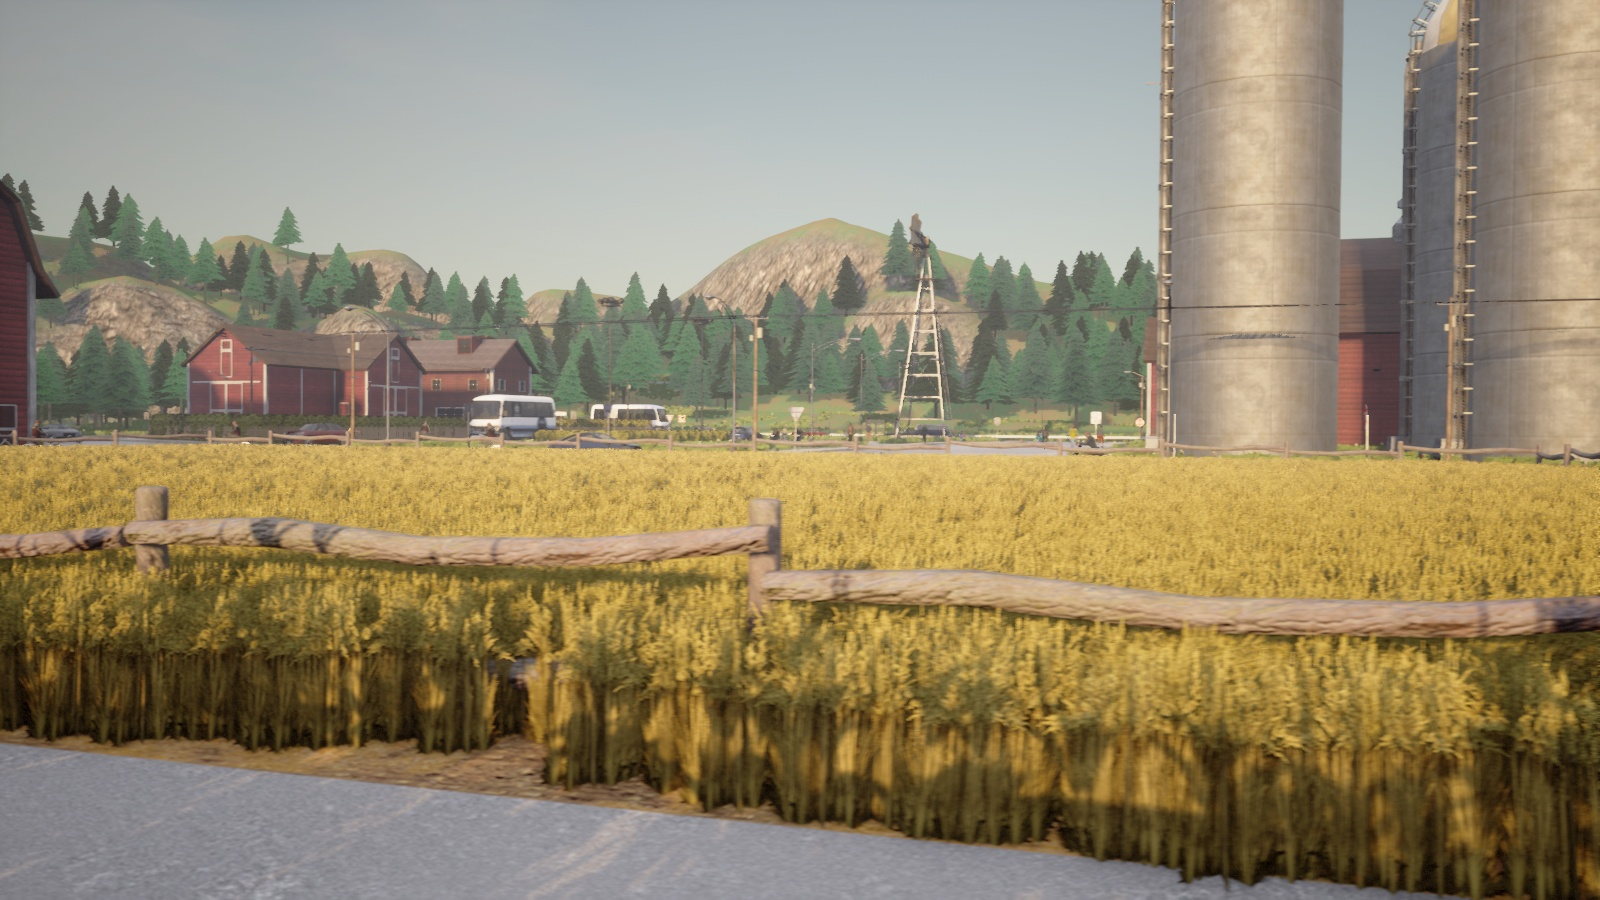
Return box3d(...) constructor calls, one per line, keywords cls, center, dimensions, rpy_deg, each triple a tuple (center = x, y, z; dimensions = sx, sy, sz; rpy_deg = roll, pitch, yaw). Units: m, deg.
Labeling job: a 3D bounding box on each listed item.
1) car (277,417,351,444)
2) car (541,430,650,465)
box3d(cls="car", center=(-34.058, -1.363, 88.144), dimensions=(2.097, 1.767, 4.553), rpy_deg=(2, 1, 29))
box3d(cls="car", center=(-8.811, -0.130, 54.157), dimensions=(4.181, 1.385, 1.994), rpy_deg=(1, 1, 18))
